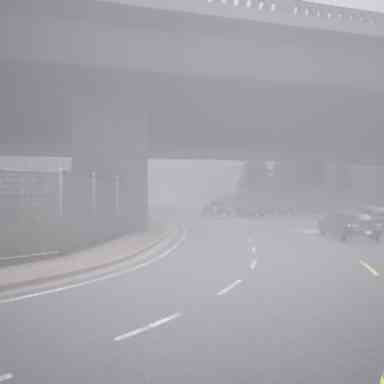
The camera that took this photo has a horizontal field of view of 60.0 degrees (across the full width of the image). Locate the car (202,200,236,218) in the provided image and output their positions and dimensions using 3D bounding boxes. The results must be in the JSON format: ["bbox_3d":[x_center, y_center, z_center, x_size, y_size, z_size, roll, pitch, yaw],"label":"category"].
[{"bbox_3d":[2.598,1.642,35.333,2.097,1.767,4.553,0,-1,-14],"label":"car"}]

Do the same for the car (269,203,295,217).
[{"bbox_3d":[9.477,1.935,36.401,1.837,1.490,4.892,0,0,-12],"label":"car"}]

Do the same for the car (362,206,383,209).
[{"bbox_3d":[11.601,1.710,22.180,1.837,1.490,4.892,-1,-1,-1],"label":"car"}]

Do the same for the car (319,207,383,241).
[{"bbox_3d":[8.203,1.699,17.524,1.812,1.442,4.674,-1,-1,3],"label":"car"}]

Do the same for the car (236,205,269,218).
[{"bbox_3d":[6.112,2.053,35.729,1.895,1.301,4.718,0,-1,-13],"label":"car"}]
